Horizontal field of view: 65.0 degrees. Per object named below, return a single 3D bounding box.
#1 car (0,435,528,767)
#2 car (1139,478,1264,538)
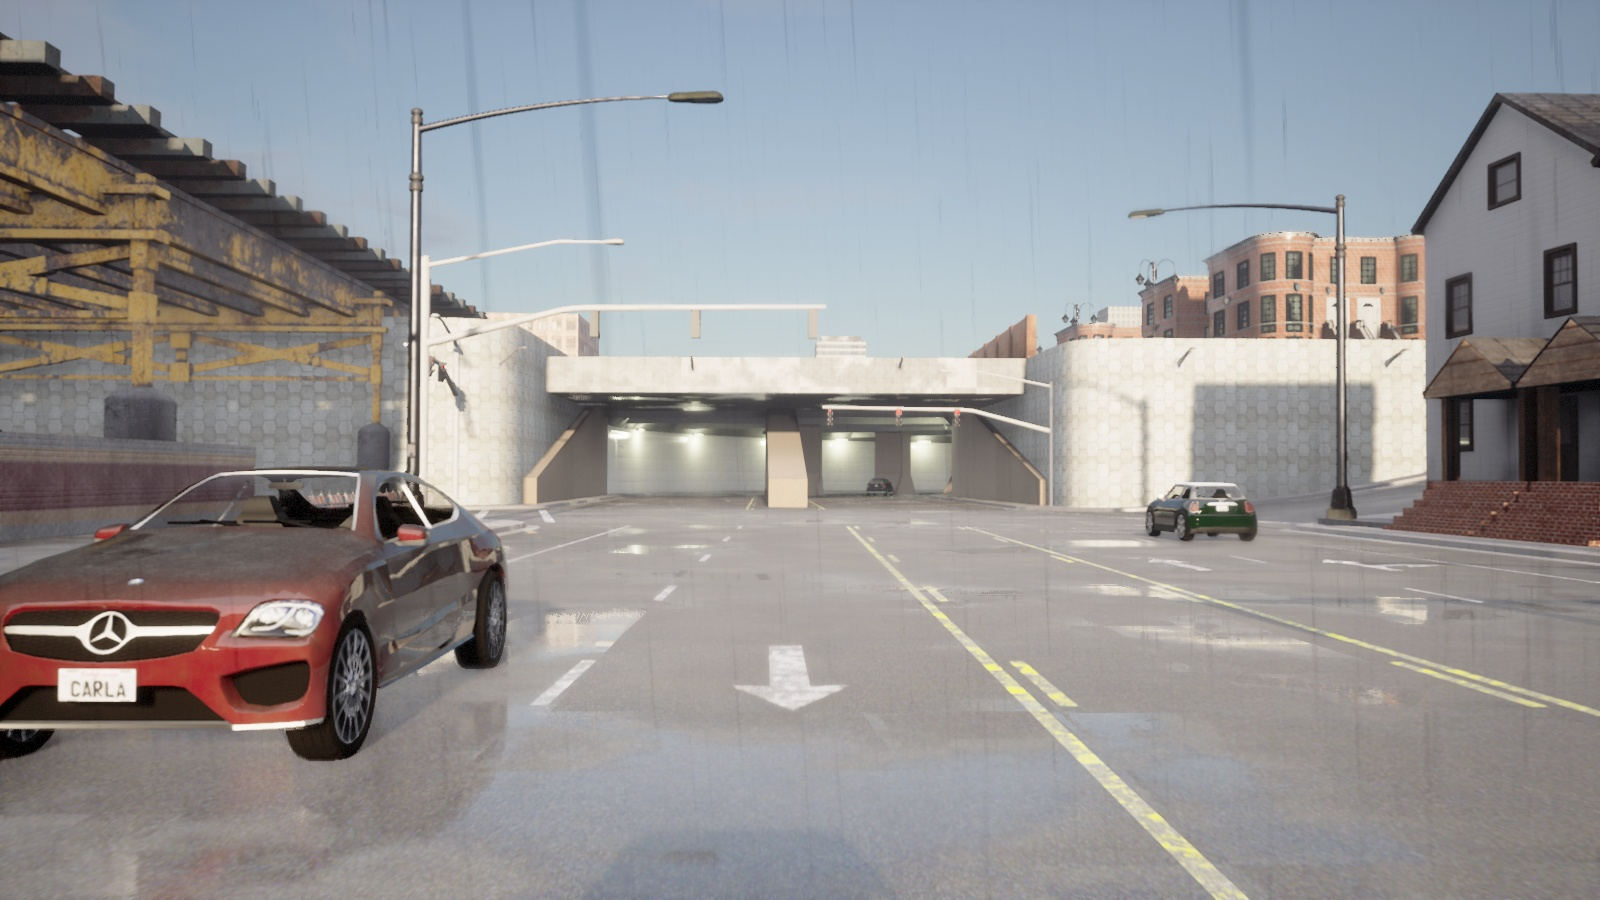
[{"bbox_3d":[-3.521,0.807,8.801,2.152,1.651,5.027,0,-1,0],"label":"car"},{"bbox_3d":[10.451,1.464,32.973,1.970,1.475,3.806,0,-1,-1],"label":"car"}]
